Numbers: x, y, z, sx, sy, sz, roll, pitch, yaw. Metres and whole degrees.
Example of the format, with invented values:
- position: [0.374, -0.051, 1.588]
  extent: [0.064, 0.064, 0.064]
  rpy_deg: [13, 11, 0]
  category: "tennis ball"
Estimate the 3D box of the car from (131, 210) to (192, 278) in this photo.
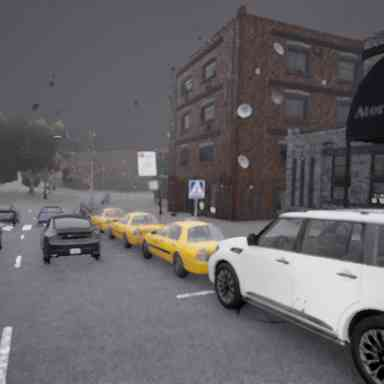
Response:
- position: [-0.180, 1.571, 10.688]
  extent: [1.946, 1.575, 5.366]
  rpy_deg: [0, -1, -26]
  category: "car"

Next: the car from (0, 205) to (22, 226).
- position: [-13.999, 1.705, 24.927]
  extent: [2.128, 1.511, 4.902]
  rpy_deg: [0, 0, -22]
  category: "car"

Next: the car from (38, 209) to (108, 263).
- position: [-4.712, 1.618, 12.672]
  extent: [1.837, 1.490, 4.892]
  rpy_deg: [0, 0, -26]
  category: "car"

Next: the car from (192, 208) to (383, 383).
- position: [2.370, 1.278, 5.471]
  extent: [2.435, 2.045, 5.566]
  rpy_deg: [0, -1, -26]
  category: "car"

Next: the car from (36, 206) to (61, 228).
- position: [-10.654, 1.774, 25.278]
  extent: [2.033, 1.411, 5.357]
  rpy_deg: [0, -1, -22]
  category: "car"

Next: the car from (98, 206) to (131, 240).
- position: [-5.025, 1.660, 20.616]
  extent: [1.946, 1.575, 5.366]
  rpy_deg: [0, -1, -26]
  category: "car"

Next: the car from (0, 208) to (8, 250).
- position: [-7.942, 1.582, 11.899]
  extent: [1.882, 1.535, 5.008]
  rpy_deg: [0, 0, -25]
  category: "car"
